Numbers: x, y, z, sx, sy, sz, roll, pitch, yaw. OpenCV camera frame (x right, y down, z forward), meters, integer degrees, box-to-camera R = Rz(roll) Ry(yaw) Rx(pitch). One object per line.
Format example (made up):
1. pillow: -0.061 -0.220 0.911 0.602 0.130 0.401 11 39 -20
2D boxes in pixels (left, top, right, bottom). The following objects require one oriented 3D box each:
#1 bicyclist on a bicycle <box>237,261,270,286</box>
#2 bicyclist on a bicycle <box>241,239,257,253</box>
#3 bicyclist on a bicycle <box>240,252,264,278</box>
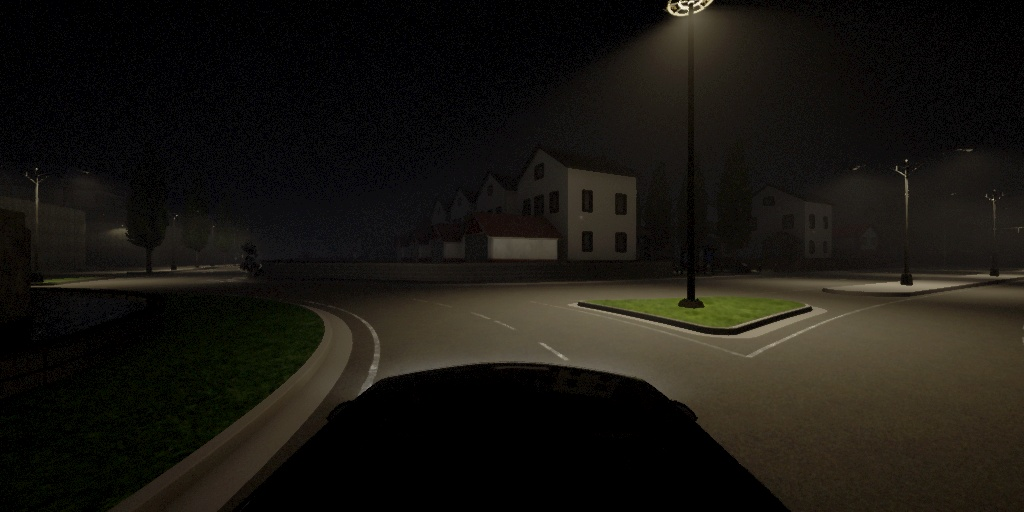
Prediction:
1. bicyclist on a bicycle: -22.172 1.532 30.822 0.582 1.620 1.656 36 -22 19
2. bicyclist on a bicycle: -22.253 -0.639 30.305 0.582 1.656 1.620 -22 9 -3
3. bicyclist on a bicycle: -20.779 0.829 28.450 1.620 1.656 0.582 -10 33 12
